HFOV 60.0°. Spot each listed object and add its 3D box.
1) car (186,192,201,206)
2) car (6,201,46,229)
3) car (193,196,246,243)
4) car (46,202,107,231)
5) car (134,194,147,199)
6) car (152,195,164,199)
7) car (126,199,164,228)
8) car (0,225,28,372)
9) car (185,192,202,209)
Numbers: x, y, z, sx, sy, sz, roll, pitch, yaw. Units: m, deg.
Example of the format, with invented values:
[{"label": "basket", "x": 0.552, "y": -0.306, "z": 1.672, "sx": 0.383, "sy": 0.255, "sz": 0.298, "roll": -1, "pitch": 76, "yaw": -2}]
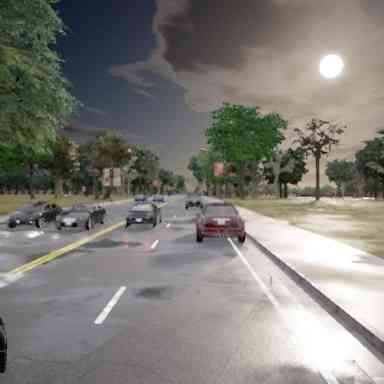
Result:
[{"label": "car", "x": 0.287, "y": 0.977, "z": 51.320, "sx": 2.150, "sy": 2.045, "sz": 5.566, "roll": 0, "pitch": 0, "yaw": 0}, {"label": "car", "x": -9.733, "y": 1.391, "z": 21.042, "sx": 1.837, "sy": 1.490, "sz": 4.892, "roll": 0, "pitch": 0, "yaw": 0}, {"label": "car", "x": 1.225, "y": 1.267, "z": 15.851, "sx": 2.097, "sy": 1.767, "sz": 4.553, "roll": 0, "pitch": 0, "yaw": 0}, {"label": "car", "x": -6.488, "y": 1.384, "z": 19.959, "sx": 2.128, "sy": 1.511, "sz": 4.902, "roll": 0, "pitch": 0, "yaw": 0}, {"label": "car", "x": -9.463, "y": 1.208, "z": 61.514, "sx": 1.882, "sy": 1.535, "sz": 5.008, "roll": 0, "pitch": 0, "yaw": 1}, {"label": "car", "x": -6.214, "y": 1.209, "z": 61.498, "sx": 1.882, "sy": 1.535, "sz": 5.008, "roll": 0, "pitch": 0, "yaw": 1}, {"label": "car", "x": -3.018, "y": 1.411, "z": 21.287, "sx": 1.812, "sy": 1.442, "sz": 4.674, "roll": 0, "pitch": 0, "yaw": 0}, {"label": "car", "x": -3.142, "y": 1.340, "z": 1.930, "sx": 2.097, "sy": 1.767, "sz": 4.553, "roll": 0, "pitch": 0, "yaw": 0}, {"label": "car", "x": 0.290, "y": 1.143, "z": 40.707, "sx": 2.097, "sy": 1.767, "sz": 4.553, "roll": 0, "pitch": 0, "yaw": 1}]
